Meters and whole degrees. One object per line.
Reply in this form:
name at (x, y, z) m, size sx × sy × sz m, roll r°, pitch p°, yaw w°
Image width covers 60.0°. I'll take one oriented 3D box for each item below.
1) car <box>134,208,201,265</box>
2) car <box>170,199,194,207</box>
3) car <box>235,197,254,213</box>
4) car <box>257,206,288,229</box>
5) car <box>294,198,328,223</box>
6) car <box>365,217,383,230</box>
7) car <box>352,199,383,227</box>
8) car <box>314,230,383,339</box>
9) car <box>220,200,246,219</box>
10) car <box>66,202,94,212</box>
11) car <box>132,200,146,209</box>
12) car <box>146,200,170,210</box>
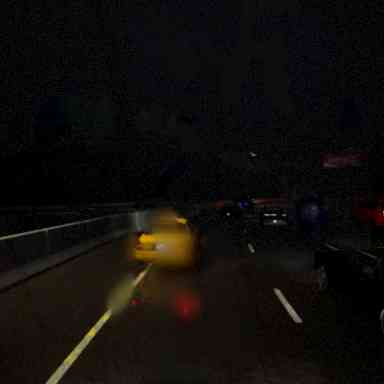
car at (-0.668, 1.576, 12.110) m, size 1.801 × 1.575 × 5.366 m, roll 0°, pitch -1°, yaw 5°
car at (-1.270, 1.889, 53.247) m, size 2.097 × 1.767 × 4.553 m, roll 0°, pitch -1°, yaw 19°
car at (7.008, 1.690, 44.910) m, size 2.150 × 2.045 × 5.566 m, roll 0°, pitch 0°, yaw 19°
car at (5.848, 1.747, 24.207) m, size 2.128 × 1.511 × 4.902 m, roll 0°, pitch -1°, yaw 10°
car at (10.289, 1.535, 29.025) m, size 2.150 × 2.045 × 5.566 m, roll 0°, pitch -1°, yaw 12°
car at (7.628, 1.725, 10.623) m, size 1.895 × 1.301 × 4.718 m, roll 0°, pitch -1°, yaw 5°
car at (12.564, 1.472, 22.168) m, size 2.150 × 2.045 × 5.566 m, roll 0°, pitch -1°, yaw 9°
car at (3.835, 1.672, 6.140) m, size 1.895 × 1.301 × 4.718 m, roll 0°, pitch -1°, yaw 3°
car at (4.006, 1.851, 33.636) m, size 1.837 × 1.490 × 4.892 m, roll 0°, pitch 0°, yaw 14°
car at (-14.935, 1.976, 44.440) m, size 1.994 × 1.385 × 4.181 m, roll 0°, pitch -1°, yaw 15°
car at (-7.968, 2.082, 55.290) m, size 2.033 × 1.411 × 5.357 m, roll 0°, pitch -1°, yaw 19°
car at (-4.929, 2.001, 53.332) m, size 1.882 × 1.535 × 5.008 m, roll 0°, pitch -1°, yaw 19°
